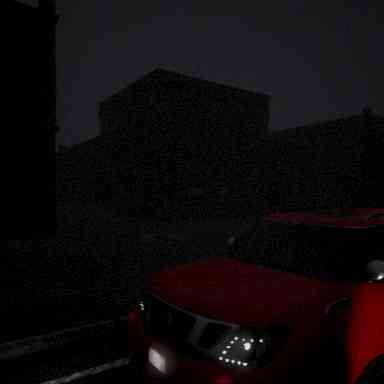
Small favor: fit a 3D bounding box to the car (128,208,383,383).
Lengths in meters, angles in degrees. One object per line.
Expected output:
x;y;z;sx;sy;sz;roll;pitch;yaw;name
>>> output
1.922;1.277;4.754;5.566;2.045;2.150;1;-1;-36;car
